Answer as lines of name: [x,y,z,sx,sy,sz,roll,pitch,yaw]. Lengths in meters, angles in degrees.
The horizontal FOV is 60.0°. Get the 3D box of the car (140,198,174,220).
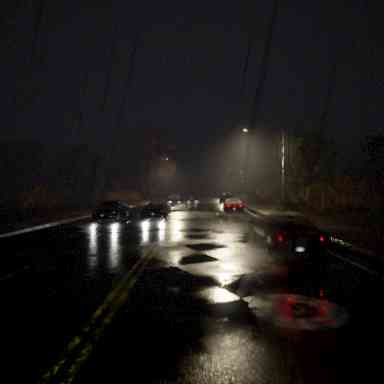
car: [-2.797,1.402,26.231,1.994,1.385,4.181,0,0,2]

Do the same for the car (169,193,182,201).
car: [-3.278,0.895,66.697,2.097,1.767,4.553,0,0,6]

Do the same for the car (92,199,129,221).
car: [-6.090,1.349,25.271,1.837,1.490,4.892,0,0,2]

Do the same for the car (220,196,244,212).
car: [4.295,1.380,35.050,1.895,1.301,4.718,0,0,3]

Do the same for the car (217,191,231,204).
car: [5.146,1.098,50.581,2.033,1.649,4.856,0,0,4]

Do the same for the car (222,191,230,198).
car: [9.696,0.657,94.002,2.097,1.767,4.553,0,1,8]

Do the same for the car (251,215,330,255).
car: [3.504,1.525,12.841,1.895,1.301,4.718,0,0,1]

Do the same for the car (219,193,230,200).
car: [7.087,0.988,72.343,2.128,1.511,4.902,0,0,6]

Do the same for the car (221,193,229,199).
car: [8.310,0.967,83.198,1.994,1.385,4.181,0,1,7]

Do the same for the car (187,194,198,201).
car: [0.155,1.052,68.373,1.812,1.442,4.674,0,1,5]
